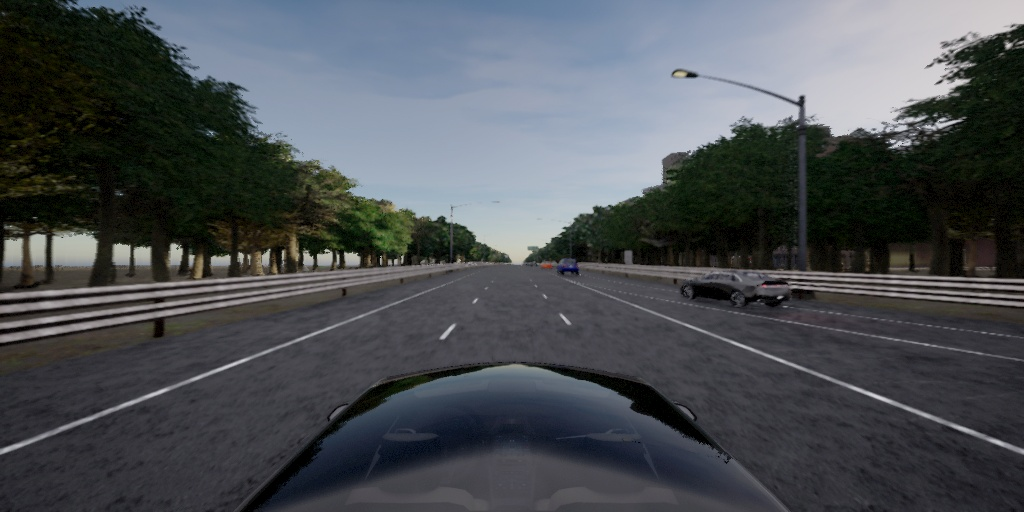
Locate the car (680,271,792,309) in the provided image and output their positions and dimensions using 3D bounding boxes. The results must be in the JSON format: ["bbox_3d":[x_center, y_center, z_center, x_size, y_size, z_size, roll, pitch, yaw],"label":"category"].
[{"bbox_3d":[9.623,1.388,15.933,2.128,1.511,4.902,0,0,-12],"label":"car"}]

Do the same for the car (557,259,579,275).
[{"bbox_3d":[7.030,1.363,45.451,2.150,2.045,5.566,0,-1,0],"label":"car"}]
